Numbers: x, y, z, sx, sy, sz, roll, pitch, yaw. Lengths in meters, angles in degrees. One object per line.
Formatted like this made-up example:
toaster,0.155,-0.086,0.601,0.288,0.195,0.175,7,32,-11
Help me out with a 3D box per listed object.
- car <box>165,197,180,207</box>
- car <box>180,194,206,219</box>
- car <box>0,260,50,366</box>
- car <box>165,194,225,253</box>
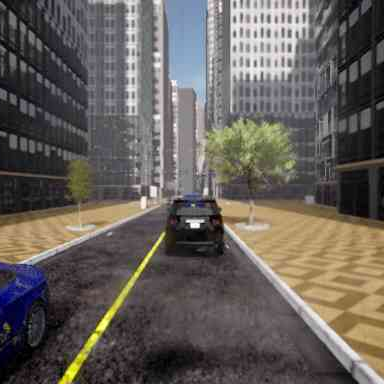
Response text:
car,-2.998,1.507,52.796,2.128,1.511,4.902,0,0,0
car,0.103,1.218,30.383,2.150,2.045,5.566,0,0,0
car,-3.099,1.524,3.429,1.812,1.442,4.674,0,0,0
car,0.101,1.216,13.860,2.150,2.045,5.566,0,0,0
